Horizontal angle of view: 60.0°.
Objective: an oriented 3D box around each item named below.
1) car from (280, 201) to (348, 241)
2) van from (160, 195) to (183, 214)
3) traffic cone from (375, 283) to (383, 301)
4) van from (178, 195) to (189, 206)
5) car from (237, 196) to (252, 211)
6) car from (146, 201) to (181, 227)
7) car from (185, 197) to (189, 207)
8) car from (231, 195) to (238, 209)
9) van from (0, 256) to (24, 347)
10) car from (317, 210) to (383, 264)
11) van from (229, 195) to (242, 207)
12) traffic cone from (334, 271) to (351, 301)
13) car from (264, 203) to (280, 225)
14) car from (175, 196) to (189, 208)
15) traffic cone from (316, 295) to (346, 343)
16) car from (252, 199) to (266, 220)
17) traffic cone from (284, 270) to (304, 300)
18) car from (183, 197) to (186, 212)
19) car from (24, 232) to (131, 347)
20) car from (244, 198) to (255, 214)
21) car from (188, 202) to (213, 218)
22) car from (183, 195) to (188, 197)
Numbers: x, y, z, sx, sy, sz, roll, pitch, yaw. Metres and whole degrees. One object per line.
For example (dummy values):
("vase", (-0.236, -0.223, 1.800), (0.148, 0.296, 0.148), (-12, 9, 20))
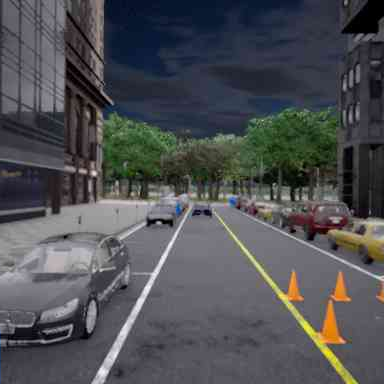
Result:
("car", (6.422, 1.388, 17.138), (2.192, 1.841, 5.009), (1, 0, 1))
("van", (-1.893, 1.323, 28.174), (1.690, 1.788, 3.998), (1, 0, 1))
("traffic cone", (4.188, 2.002, 7.132), (0.340, 0.580, 0.340), (1, 0, 1))
("van", (-1.374, 1.341, 55.357), (1.690, 1.788, 3.998), (1, 0, 1))
("car", (6.836, 1.524, 38.884), (1.967, 1.590, 4.097), (1, 0, 1))
("car", (-1.999, 1.545, 22.737), (1.947, 1.339, 4.313), (1, 0, 1))
("car", (-1.688, 1.554, 39.047), (1.947, 1.339, 4.313), (1, 0, 1))
("car", (6.941, 1.403, 44.321), (2.192, 1.841, 5.009), (1, 0, 1))
("van", (-2.412, 1.314, 0.991), (1.690, 1.788, 3.998), (1, 0, 1))
("car", (6.320, 1.597, 11.871), (1.752, 1.417, 4.829), (1, 0, 1))
("van", (7.149, 1.437, 55.194), (1.690, 1.788, 3.998), (1, 0, 1))
("traffic cone", (3.188, 1.991, 7.152), (0.340, 0.580, 0.340), (1, 0, 1))
("car", (6.524, 1.626, 22.574), (2.008, 1.369, 4.403), (1, 0, 1))
("car", (-1.479, 1.436, 49.920), (1.967, 1.590, 4.097), (1, 0, 1))
("traffic cone", (2.150, 1.980, 5.171), (0.340, 0.580, 0.340), (1, 0, 1))
("car", (6.631, 1.603, 28.181), (1.752, 1.417, 4.829), (1, 0, 1))
("traffic cone", (2.188, 1.980, 7.171), (0.340, 0.580, 0.340), (1, 0, 1))
("car", (-1.795, 1.510, 33.441), (1.752, 1.417, 4.829), (1, 0, 1))
("car", (-2.311, 1.525, 6.428), (2.008, 1.369, 4.403), (1, 0, 1))
("car", (6.732, 1.625, 33.448), (1.887, 1.381, 4.507), (1, 0, 1))
("car", (0.907, 1.615, 30.208), (1.895, 1.301, 4.718), (1, 0, 1))
("car", (-1.587, 1.517, 44.314), (1.752, 1.417, 4.829), (1, 0, 1))
